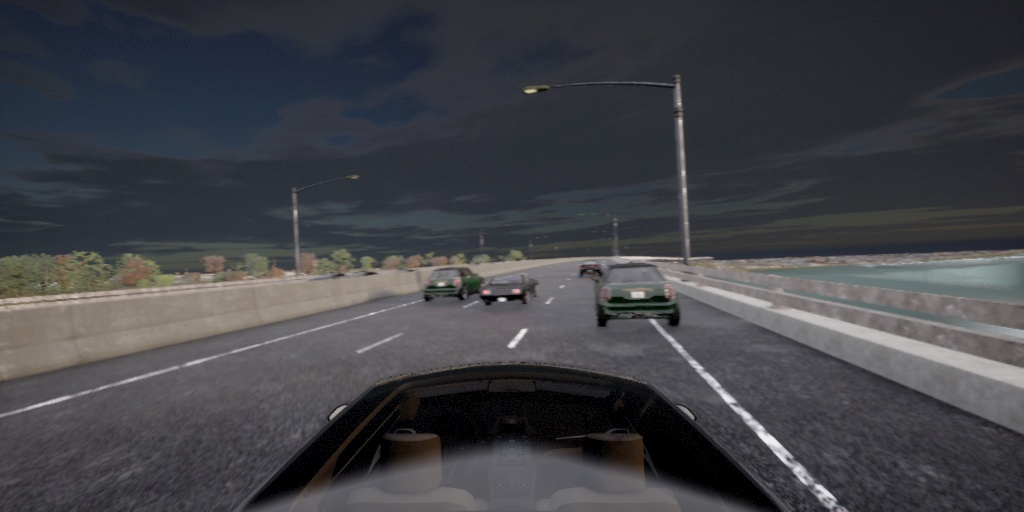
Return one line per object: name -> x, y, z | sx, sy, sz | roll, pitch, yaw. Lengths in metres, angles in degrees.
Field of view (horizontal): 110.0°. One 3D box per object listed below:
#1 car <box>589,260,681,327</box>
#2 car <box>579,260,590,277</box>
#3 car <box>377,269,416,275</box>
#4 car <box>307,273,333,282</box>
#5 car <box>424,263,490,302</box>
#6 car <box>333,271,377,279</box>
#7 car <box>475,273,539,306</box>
car -> 3.613, 0.981, 11.136 | 2.097, 1.767, 4.553 | -3, 0, 12
car -> 7.268, 1.082, 33.275 | 1.882, 1.535, 5.008 | -3, 0, 13
car -> -10.486, 2.025, 34.506 | 1.837, 1.490, 4.892 | -3, 0, 13
car -> -17.598, 2.390, 34.745 | 1.837, 1.490, 4.892 | -3, 0, 13
car -> -2.936, 1.373, 19.235 | 2.097, 1.767, 4.553 | -3, -1, 12
car -> -14.195, 2.210, 33.949 | 1.837, 1.490, 4.892 | -3, 0, 13
car -> 0.059, 1.450, 16.510 | 1.895, 1.301, 4.718 | -3, 0, 12
